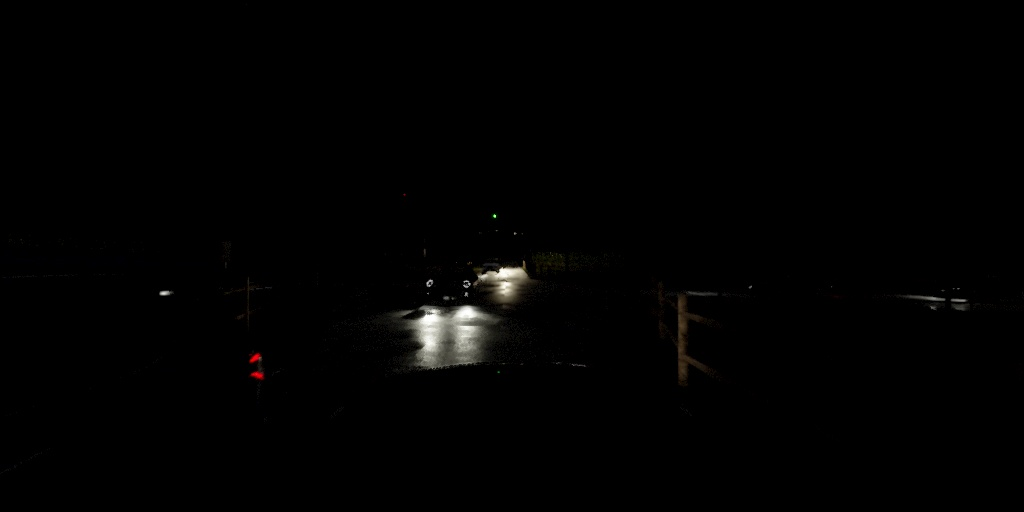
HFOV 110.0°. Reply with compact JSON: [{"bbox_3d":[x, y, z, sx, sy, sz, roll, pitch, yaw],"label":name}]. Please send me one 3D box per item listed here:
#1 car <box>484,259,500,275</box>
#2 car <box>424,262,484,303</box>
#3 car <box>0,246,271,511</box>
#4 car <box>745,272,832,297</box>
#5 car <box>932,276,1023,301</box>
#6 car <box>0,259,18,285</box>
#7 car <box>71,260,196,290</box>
[{"bbox_3d":[-2.714,1.357,47.166,2.150,2.045,5.566,0,0,0],"label":"car"},{"bbox_3d":[-2.735,1.194,17.225,2.097,1.767,4.553,1,-1,0],"label":"car"},{"bbox_3d":[-2.752,0.965,0.192,2.150,2.045,5.566,0,0,0],"label":"car"},{"bbox_3d":[18.013,1.790,23.449,4.902,1.511,2.128,1,-1,0],"label":"car"},{"bbox_3d":[30.599,2.046,23.439,4.892,1.490,1.837,1,-1,0],"label":"car"},{"bbox_3d":[-30.901,0.866,19.782,4.674,1.442,1.812,1,-1,0],"label":"car"},{"bbox_3d":[-20.727,1.030,19.775,4.892,1.490,1.837,1,-1,0],"label":"car"}]
